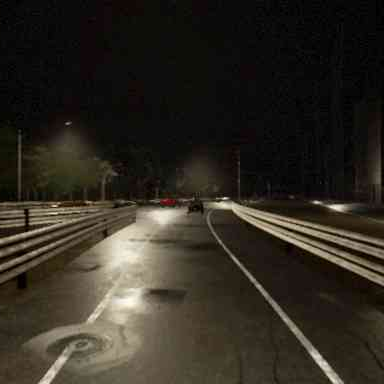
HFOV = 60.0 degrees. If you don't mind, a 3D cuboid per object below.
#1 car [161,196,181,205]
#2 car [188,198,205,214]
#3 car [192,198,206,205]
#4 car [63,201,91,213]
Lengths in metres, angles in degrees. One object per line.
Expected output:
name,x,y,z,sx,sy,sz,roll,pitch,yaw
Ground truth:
car,-3.553,1.616,56.912,2.150,2.045,5.566,0,-1,17
car,0.599,1.845,41.426,1.882,1.535,5.008,0,0,5
car,1.558,2.112,74.135,1.837,1.490,4.892,0,-1,17
car,-10.956,1.611,31.953,1.812,1.442,4.674,0,-1,17
